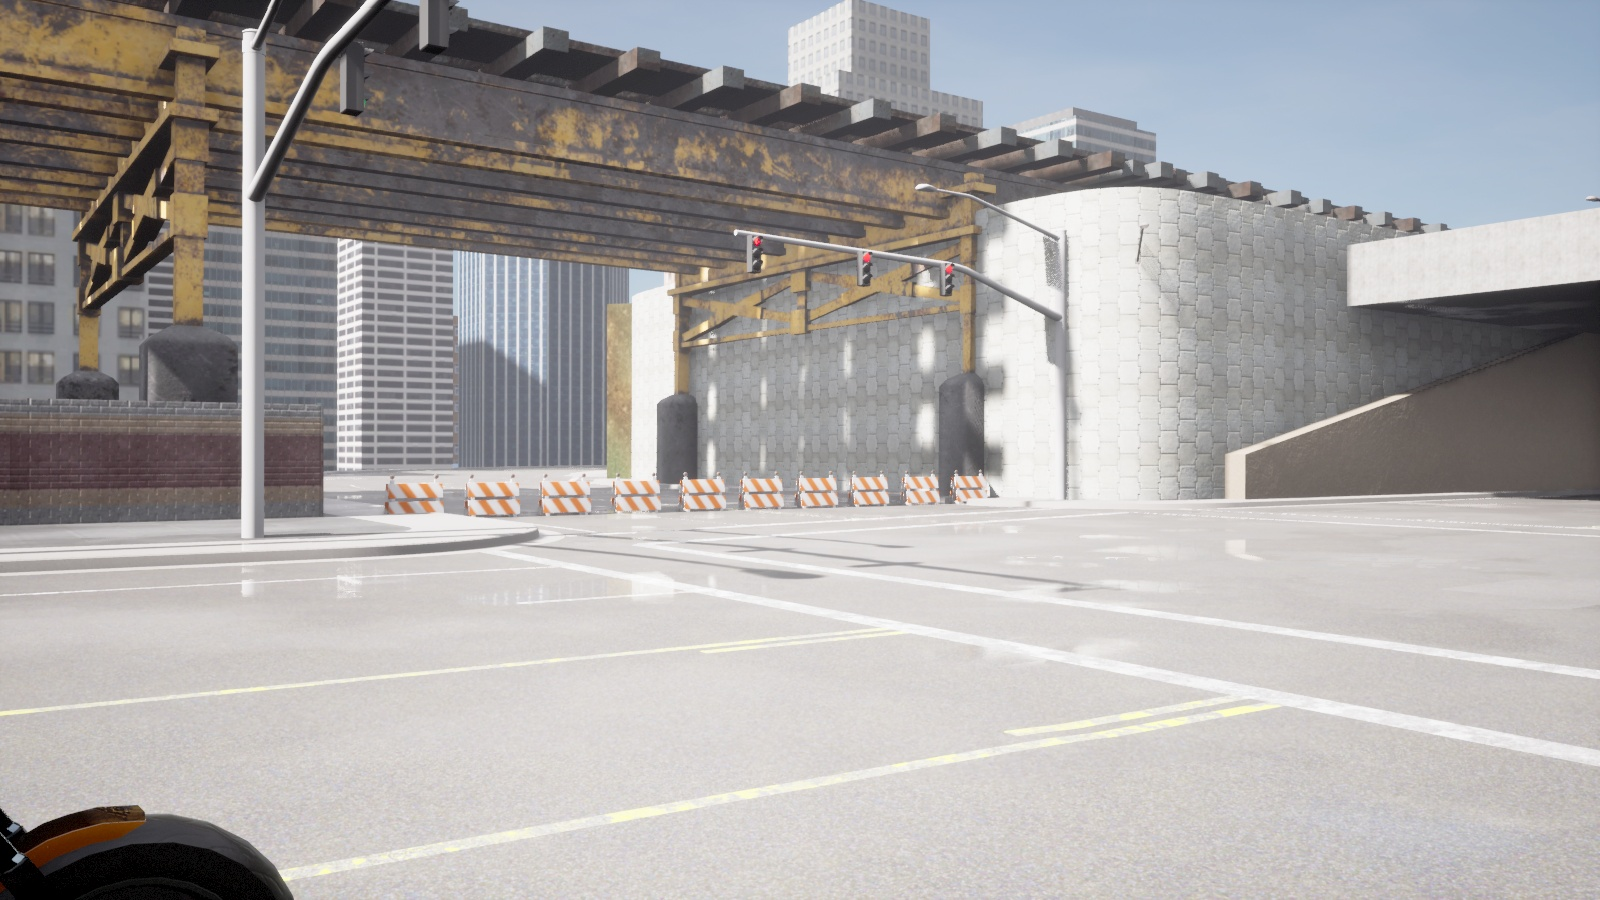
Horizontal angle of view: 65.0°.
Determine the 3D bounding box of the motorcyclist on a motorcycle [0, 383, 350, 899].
[{"bbox_3d":[-2.109,0.705,2.229,2.350,1.649,0.766,0,0,-34],"label":"motorcyclist on a motorcycle"}]
